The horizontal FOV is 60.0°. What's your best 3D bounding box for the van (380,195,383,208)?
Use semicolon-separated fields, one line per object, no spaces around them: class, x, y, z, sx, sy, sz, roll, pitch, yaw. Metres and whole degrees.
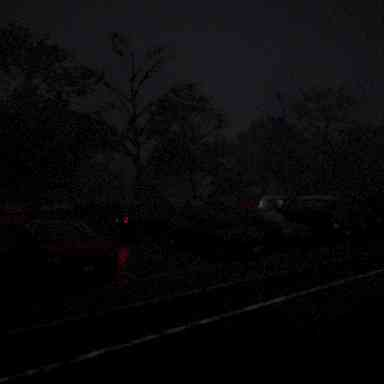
van;31.566;1.454;50.926;1.878;1.987;4.442;1;0;-35

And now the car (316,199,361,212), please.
car;17.990;1.573;41.118;2.002;1.452;4.674;1;0;-35

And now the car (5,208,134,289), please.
car;-3.791;1.469;9.552;2.097;1.535;5.008;-1;0;-35

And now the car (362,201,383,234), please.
car;7.507;1.398;17.627;2.163;1.488;4.792;0;0;-35

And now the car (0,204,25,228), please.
car;-11.220;1.468;20.306;2.097;1.535;5.008;-1;0;-35

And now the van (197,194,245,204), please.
van;2.260;1.137;29.769;1.878;1.987;4.442;0;0;-35

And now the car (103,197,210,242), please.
car;-1.695;1.299;16.488;4.553;1.767;2.097;-1;0;-35

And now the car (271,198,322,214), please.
car;11.327;1.461;36.363;2.097;1.535;5.008;1;0;-35

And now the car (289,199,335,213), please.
car;13.582;1.525;37.973;2.002;1.452;4.674;1;0;-35

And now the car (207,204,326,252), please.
car;2.995;1.449;14.381;2.002;1.452;4.674;-1;0;-35

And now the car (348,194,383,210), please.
car;24.881;1.356;45.988;2.435;2.045;5.566;1;0;-35

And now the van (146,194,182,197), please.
van;-2.132;1.161;26.641;1.878;1.987;4.442;-1;0;-35

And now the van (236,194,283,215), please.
van;6.644;1.185;33.177;1.878;1.987;4.442;1;0;-35

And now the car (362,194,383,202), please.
car;9.749;1.112;19.223;2.435;2.045;5.566;1;0;-35

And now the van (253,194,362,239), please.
van;5.324;1.162;15.893;1.878;1.987;4.442;-1;0;-35

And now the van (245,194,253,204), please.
van;4.489;1.162;31.643;1.878;1.987;4.442;1;0;-35

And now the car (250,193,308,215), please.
car;8.985;1.184;34.667;2.435;2.045;5.566;1;0;-35

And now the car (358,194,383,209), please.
car;27.138;1.380;47.595;2.435;2.045;5.566;1;0;-35

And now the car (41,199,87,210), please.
car;-8.963;1.449;21.912;2.231;1.521;4.892;-1;0;-35

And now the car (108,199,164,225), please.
car;-4.346;1.404;24.981;1.946;1.575;5.366;-1;0;-35

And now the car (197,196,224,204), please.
car;0.055;1.366;28.348;2.097;1.535;5.008;-1;0;-35

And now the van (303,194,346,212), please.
van;15.669;1.283;39.605;1.878;1.987;4.442;1;0;-35

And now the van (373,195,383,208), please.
van;29.445;1.430;49.129;1.878;1.987;4.442;1;0;-35

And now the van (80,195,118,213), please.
van;-6.779;1.201;23.618;1.878;1.987;4.442;-1;0;-35

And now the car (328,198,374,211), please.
car;20.353;1.558;42.791;2.097;1.535;5.008;1;0;-35
